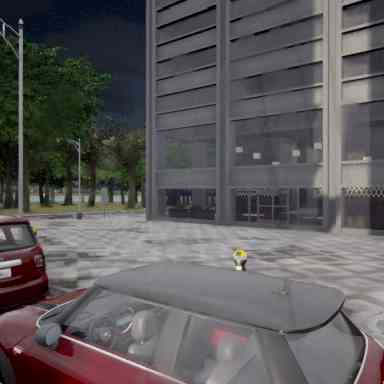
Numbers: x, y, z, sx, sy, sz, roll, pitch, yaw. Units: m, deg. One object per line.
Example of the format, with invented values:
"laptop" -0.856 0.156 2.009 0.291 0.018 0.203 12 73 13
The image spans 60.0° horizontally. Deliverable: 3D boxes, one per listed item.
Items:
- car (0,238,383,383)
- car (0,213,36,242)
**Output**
"car" -0.371 1.440 3.227 4.097 1.590 1.967 0 0 35
"car" -4.800 1.315 6.382 5.009 1.841 2.192 0 0 35
